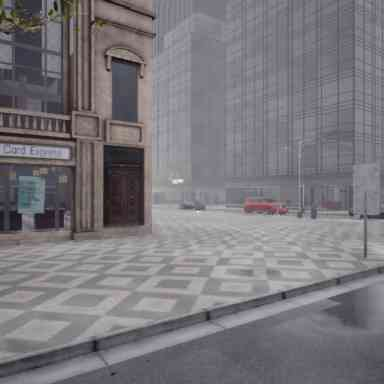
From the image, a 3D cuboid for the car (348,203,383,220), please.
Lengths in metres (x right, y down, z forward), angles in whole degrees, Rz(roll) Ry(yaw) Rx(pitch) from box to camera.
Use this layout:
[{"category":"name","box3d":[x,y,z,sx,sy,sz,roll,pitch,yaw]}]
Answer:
[{"category":"car","box3d":[15.618,1.697,27.772,2.128,1.511,4.902,0,-1,-36]}]

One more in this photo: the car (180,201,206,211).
[{"category":"car","box3d":[0.138,2.097,49.732,1.882,1.535,5.008,0,0,-35]}]

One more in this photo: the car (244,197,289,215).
[{"category":"car","box3d":[8.355,1.622,38.044,2.150,2.045,5.566,0,-1,-36]}]
